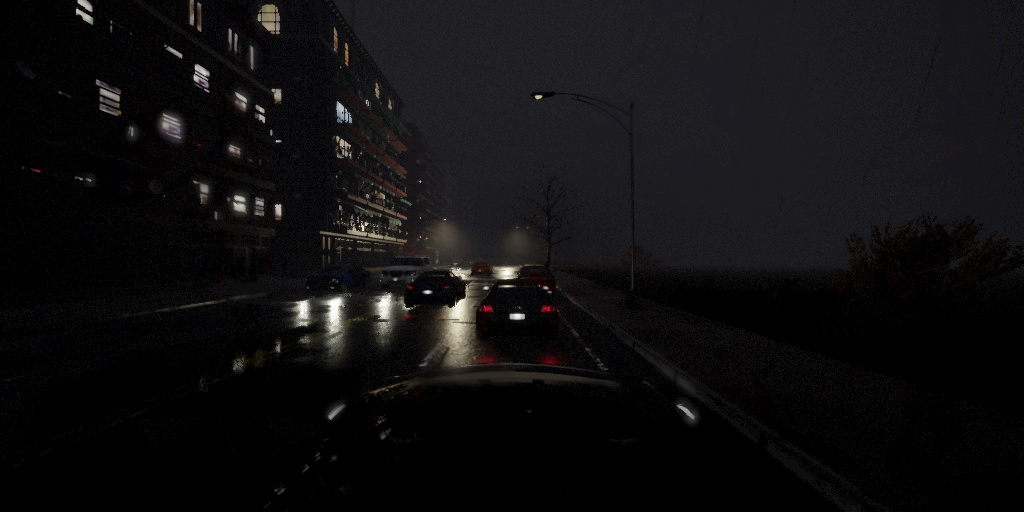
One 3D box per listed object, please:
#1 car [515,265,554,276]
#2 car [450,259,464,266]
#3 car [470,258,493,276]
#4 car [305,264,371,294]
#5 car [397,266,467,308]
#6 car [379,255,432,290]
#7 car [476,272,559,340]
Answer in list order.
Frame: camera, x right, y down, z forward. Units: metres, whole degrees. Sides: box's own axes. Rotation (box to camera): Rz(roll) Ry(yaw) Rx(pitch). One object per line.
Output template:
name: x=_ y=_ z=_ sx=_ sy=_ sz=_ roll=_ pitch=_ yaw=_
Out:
car: x=1.163 y=1.230 z=18.896 sx=1.882 sy=1.535 sz=5.008 roll=0 pitch=0 yaw=0
car: x=-9.709 y=1.241 z=63.692 sx=2.128 sy=1.511 sz=4.902 roll=0 pitch=0 yaw=1
car: x=-3.094 y=1.229 z=37.266 sx=1.882 sy=1.535 sz=5.008 roll=0 pitch=0 yaw=0
car: x=-9.822 y=1.230 z=20.617 sx=1.882 sy=1.535 sz=5.008 roll=0 pitch=0 yaw=0
car: x=-3.132 y=1.316 z=15.312 sx=1.994 sy=1.385 sz=4.181 roll=0 pitch=0 yaw=0
car: x=-6.567 y=0.973 z=22.977 sx=2.150 sy=2.045 sz=5.566 roll=0 pitch=0 yaw=0
car: x=0.114 y=1.315 z=9.976 sx=1.994 sy=1.385 sz=4.181 roll=0 pitch=0 yaw=0
